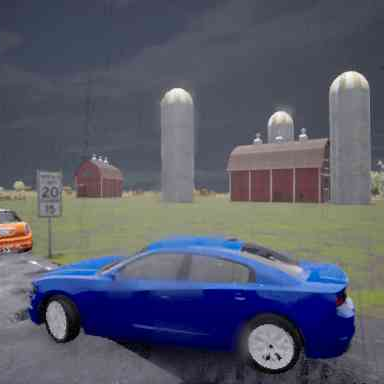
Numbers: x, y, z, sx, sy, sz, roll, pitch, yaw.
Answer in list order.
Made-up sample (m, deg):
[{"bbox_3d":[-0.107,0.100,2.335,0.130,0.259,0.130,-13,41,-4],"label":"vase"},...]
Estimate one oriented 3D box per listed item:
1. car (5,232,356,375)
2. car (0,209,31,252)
[{"bbox_3d":[-0.163,1.481,5.347,5.008,1.535,1.882,0,0,16],"label":"car"},{"bbox_3d":[-8.035,1.377,12.426,4.553,1.767,2.097,0,1,35],"label":"car"}]
